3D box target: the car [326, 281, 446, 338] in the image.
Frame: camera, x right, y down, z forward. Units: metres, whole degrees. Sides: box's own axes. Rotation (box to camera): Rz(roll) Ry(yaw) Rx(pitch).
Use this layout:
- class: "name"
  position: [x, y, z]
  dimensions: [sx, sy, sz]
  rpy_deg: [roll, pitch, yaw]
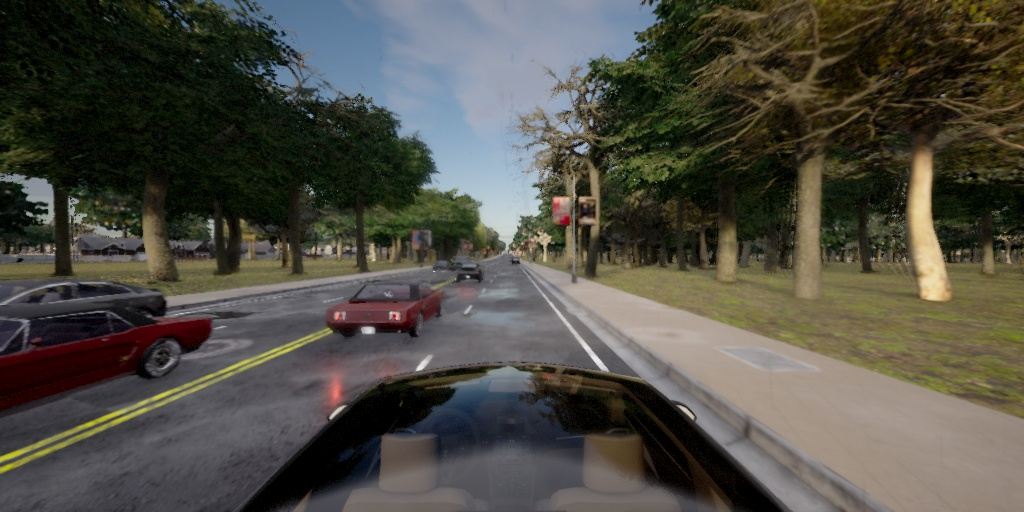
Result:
- class: "car"
  position: [-3.150, 1.348, 10.101]
  dimensions: [1.895, 1.301, 4.718]
  rpy_deg: [0, 0, 0]

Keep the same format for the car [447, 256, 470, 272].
- class: "car"
  position: [-6.579, 0.983, 46.754]
  dimensions: [2.150, 2.045, 5.566]
  rpy_deg: [0, 0, 0]

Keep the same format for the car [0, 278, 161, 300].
- class: "car"
  position: [-9.850, 1.240, 7.226]
  dimensions: [2.128, 1.511, 4.902]
  rpy_deg: [0, 0, 0]

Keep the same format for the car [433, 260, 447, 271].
- class: "car"
  position: [-9.806, 1.313, 50.707]
  dimensions: [2.033, 1.411, 5.357]
  rpy_deg: [0, 0, 1]

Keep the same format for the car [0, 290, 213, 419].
- class: "car"
  position: [-6.602, 1.350, 4.520]
  dimensions: [1.895, 1.301, 4.718]
  rpy_deg: [0, 0, 0]

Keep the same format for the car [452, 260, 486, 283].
- class: "car"
  position: [-3.147, 1.254, 27.996]
  dimensions: [1.837, 1.490, 4.892]
  rpy_deg: [0, 0, 0]
